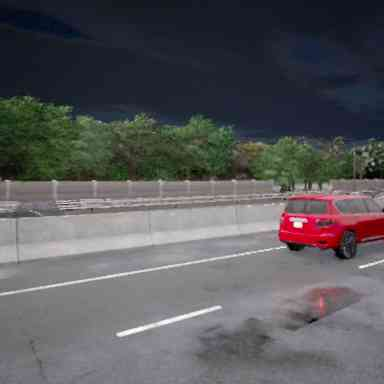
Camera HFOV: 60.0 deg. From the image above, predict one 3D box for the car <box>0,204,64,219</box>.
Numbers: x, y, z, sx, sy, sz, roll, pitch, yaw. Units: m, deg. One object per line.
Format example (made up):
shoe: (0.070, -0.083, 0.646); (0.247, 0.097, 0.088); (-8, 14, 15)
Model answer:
car: (-8.445, 1.515, 15.141); (4.892, 1.490, 1.837); (0, 0, -35)

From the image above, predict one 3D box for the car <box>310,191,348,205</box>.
car: (17.548, 0.726, 42.512); (4.902, 1.511, 2.128); (-2, 1, -36)

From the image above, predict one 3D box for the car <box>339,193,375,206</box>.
car: (19.762, 0.825, 39.795); (4.718, 1.301, 1.895); (-2, 1, -36)

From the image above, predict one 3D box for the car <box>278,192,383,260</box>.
car: (5.551, 1.091, 12.153); (5.566, 2.045, 2.150); (-1, 1, -36)

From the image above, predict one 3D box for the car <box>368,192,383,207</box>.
car: (21.687, 0.728, 36.869); (4.892, 1.490, 1.837); (-2, 1, -36)

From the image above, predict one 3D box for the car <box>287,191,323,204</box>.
car: (15.468, 0.733, 45.321); (4.902, 1.511, 2.128); (-2, 1, -36)

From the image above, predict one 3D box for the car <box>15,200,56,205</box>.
car: (-10.938, 1.348, 21.956); (4.553, 1.767, 2.097); (-1, 0, -35)
